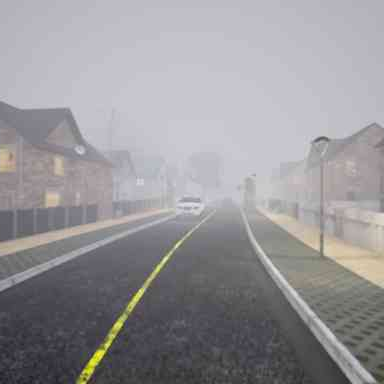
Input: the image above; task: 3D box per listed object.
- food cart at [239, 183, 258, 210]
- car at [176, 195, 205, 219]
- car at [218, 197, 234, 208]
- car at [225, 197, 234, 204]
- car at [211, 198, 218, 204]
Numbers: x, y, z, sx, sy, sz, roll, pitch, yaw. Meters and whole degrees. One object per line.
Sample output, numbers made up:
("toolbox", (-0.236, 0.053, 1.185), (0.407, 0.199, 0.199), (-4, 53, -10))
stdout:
("food cart", (7.868, 0.676, 46.626), (2.280, 3.560, 4.660), (-1, -1, 7))
("car", (-0.065, 1.334, 30.746), (2.150, 2.045, 5.566), (0, 0, 7))
("car", (5.785, 1.612, 53.923), (2.097, 1.767, 4.553), (0, 0, 7))
("car", (8.191, 1.801, 72.449), (1.837, 1.490, 4.892), (0, -1, 7))
("car", (5.241, 1.951, 71.014), (1.994, 1.385, 4.181), (0, -1, 7))
